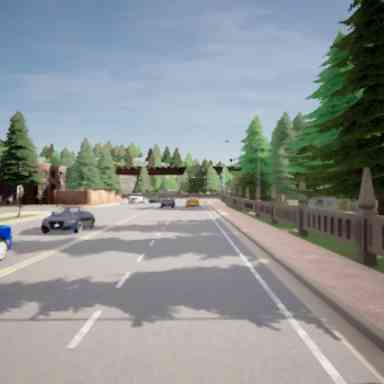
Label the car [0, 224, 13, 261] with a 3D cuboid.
[{"bbox_3d":[-7.096,1.476,9.370,1.882,1.535,5.008,0,0,0],"label":"car"}]

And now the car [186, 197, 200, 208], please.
[{"bbox_3d":[0.096,1.464,49.061,1.882,1.535,5.008,0,0,0],"label":"car"}]

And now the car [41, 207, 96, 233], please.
[{"bbox_3d":[-7.068,1.559,19.357,1.994,1.385,4.181,0,0,0],"label":"car"}]

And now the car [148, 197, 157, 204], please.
[{"bbox_3d":[-7.031,1.547,62.415,1.994,1.385,4.181,0,0,1],"label":"car"}]

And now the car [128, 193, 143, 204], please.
[{"bbox_3d":[-10.524,1.204,62.277,2.150,2.045,5.566,0,0,0],"label":"car"}]

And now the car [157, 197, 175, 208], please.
[{"bbox_3d":[-3.403,1.479,47.814,2.128,1.511,4.902,0,0,0],"label":"car"}]
